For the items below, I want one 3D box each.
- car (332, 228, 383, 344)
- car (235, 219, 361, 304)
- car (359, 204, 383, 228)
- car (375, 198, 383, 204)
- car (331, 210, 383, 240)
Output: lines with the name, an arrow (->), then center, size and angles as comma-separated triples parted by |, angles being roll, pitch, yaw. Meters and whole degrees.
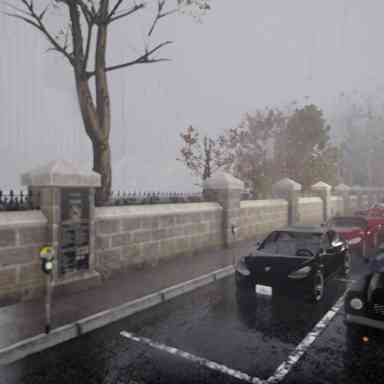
car -> 4.070, 1.601, 5.824 | 1.895, 1.301, 4.718 | 0, 0, 36
car -> 2.703, 1.566, 8.349 | 1.947, 1.339, 4.313 | 0, 0, 36
car -> 9.336, 1.547, 17.447 | 1.887, 1.381, 4.507 | 0, 0, 36
car -> 12.652, 1.449, 21.994 | 1.967, 1.590, 4.097 | 0, 0, 36
car -> 6.020, 1.582, 12.899 | 1.802, 1.307, 4.206 | 0, 0, 36
